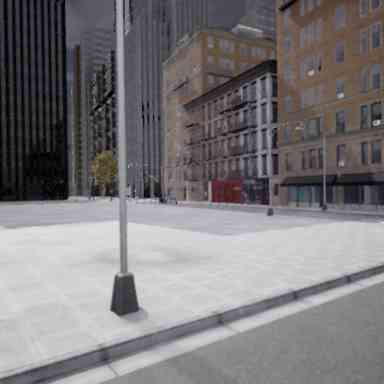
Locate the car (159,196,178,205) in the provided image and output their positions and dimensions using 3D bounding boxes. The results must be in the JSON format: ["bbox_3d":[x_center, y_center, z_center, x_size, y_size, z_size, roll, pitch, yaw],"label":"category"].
[{"bbox_3d":[-3.803,1.341,53.127,2.128,1.511,4.902,-1,0,-26],"label":"car"}]
